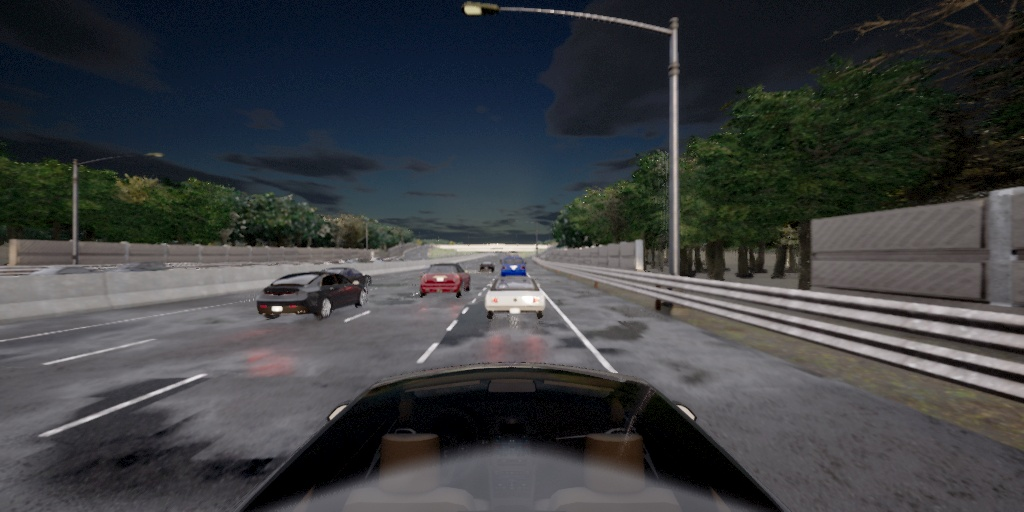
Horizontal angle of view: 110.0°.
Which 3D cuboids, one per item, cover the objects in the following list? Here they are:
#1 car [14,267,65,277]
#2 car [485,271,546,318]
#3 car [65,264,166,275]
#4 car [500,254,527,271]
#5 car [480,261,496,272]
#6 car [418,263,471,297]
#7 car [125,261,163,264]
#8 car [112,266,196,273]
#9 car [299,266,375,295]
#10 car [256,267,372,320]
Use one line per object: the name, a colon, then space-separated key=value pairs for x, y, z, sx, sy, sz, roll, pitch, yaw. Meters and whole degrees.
car: x=-28.076 y=1.390 z=22.212 sx=1.812 sy=1.442 sz=4.674 roll=0 pitch=0 yaw=0
car: x=0.100 y=1.397 z=13.168 sx=1.895 sy=1.301 sz=4.718 roll=0 pitch=0 yaw=0
car: x=-24.579 y=1.426 z=22.705 sx=1.994 sy=1.385 sz=4.181 roll=0 pitch=0 yaw=0
car: x=0.147 y=1.088 z=31.618 sx=2.150 sy=2.045 sz=5.566 roll=0 pitch=0 yaw=0
car: x=-3.340 y=1.417 z=49.521 sx=1.882 sy=1.535 sz=5.008 roll=0 pitch=0 yaw=0
car: x=-3.493 y=1.177 z=19.557 sx=2.097 sy=1.767 sz=4.553 roll=0 pitch=0 yaw=0
car: x=-31.547 y=1.250 z=30.180 sx=2.097 sy=1.767 sz=4.553 roll=0 pitch=0 yaw=0
car: x=-21.083 y=1.457 z=22.213 sx=1.895 sy=1.301 sz=4.718 roll=0 pitch=0 yaw=0
car: x=-10.392 y=1.390 z=21.905 sx=2.033 sy=1.411 sz=5.357 roll=0 pitch=0 yaw=0
car: x=-6.899 y=1.309 z=12.954 sx=1.837 sy=1.490 sz=4.892 roll=0 pitch=0 yaw=0
